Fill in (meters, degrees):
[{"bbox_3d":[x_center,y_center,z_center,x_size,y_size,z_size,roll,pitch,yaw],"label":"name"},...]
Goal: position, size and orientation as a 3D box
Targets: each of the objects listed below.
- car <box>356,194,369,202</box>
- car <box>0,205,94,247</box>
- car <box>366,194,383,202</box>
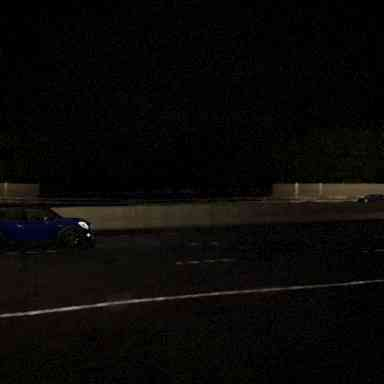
[{"bbox_3d":[24.294,1.058,44.578,4.553,1.767,2.097,0,0,-14],"label":"car"},{"bbox_3d":[-6.680,1.432,14.603,4.553,1.767,2.097,0,0,-15],"label":"car"},{"bbox_3d":[24.844,1.272,41.109,5.357,1.411,2.033,0,0,-14],"label":"car"}]
